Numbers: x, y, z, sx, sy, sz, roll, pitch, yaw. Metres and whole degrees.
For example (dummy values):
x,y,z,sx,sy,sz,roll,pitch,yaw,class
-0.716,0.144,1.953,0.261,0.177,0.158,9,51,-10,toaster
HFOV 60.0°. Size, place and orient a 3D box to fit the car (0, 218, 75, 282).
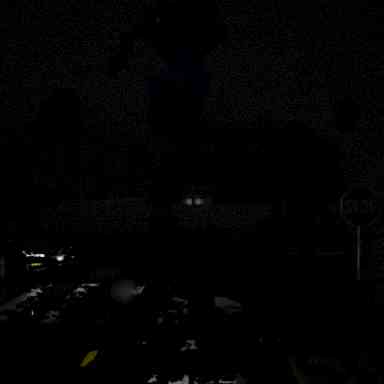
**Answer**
x,y,z,sx,sy,sz,roll,pitch,yaw,class
-5.704,1.535,9.696,4.892,1.490,1.837,-1,-2,22,car
